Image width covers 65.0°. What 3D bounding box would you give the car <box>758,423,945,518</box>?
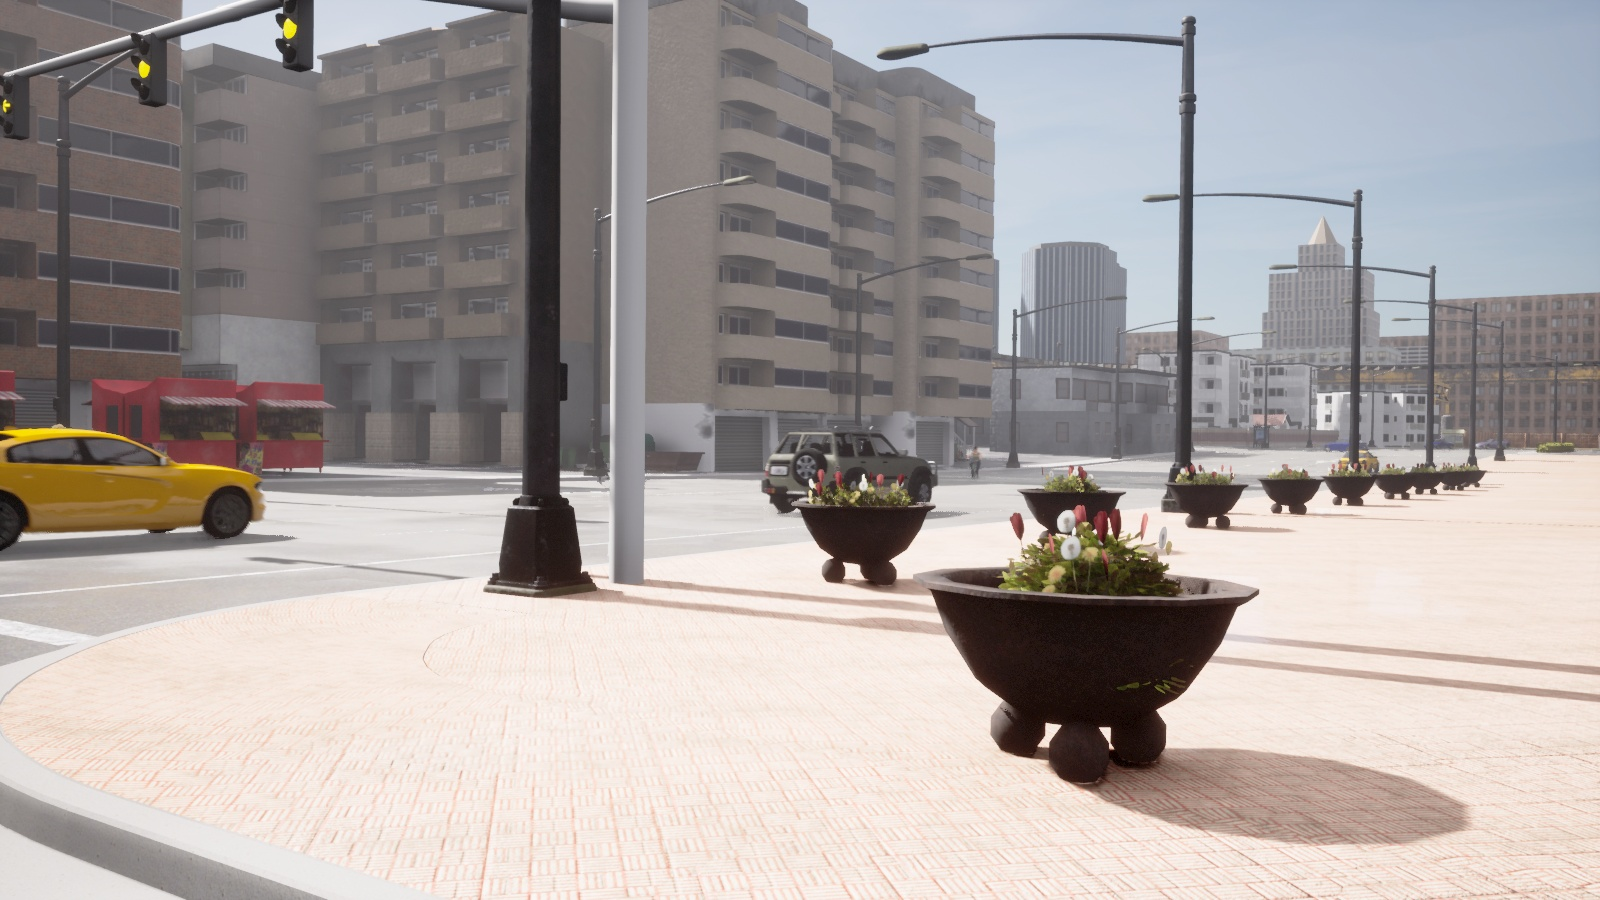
[{"bbox_3d":[1.207,0.402,26.941,1.932,1.855,4.605,0,0,33],"label":"car"}]

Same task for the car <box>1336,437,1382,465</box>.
[{"bbox_3d":[35.137,0.034,78.888,1.801,1.575,5.366,0,2,33],"label":"car"}]

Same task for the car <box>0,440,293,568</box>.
[{"bbox_3d":[-9.591,0.638,16.810,1.882,1.535,5.008,0,0,33],"label":"car"}]
